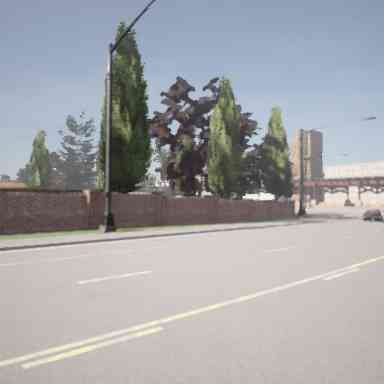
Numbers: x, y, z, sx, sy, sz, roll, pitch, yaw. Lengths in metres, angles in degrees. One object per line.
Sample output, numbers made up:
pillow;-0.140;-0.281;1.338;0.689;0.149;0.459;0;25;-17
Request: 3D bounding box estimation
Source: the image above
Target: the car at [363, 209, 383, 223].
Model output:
car;20.789;2.692;38.092;2.033;1.411;5.357;0;-2;30
